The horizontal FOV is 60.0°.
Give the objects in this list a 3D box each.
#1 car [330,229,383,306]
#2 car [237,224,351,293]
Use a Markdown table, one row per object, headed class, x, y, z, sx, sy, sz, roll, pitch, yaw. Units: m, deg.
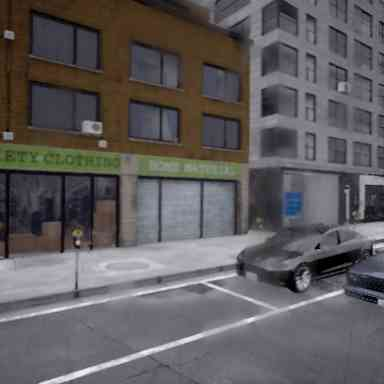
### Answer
| class | x | y | z | sx | sy | sz | roll | pitch | yaw |
| --- | --- | --- | --- | --- | --- | --- | --- | --- | --- |
| car | 5.553 | 1.546 | 7.277 | 5.357 | 1.411 | 2.033 | 0 | 0 | -35 |
| car | 3.151 | 1.564 | 8.886 | 4.313 | 1.339 | 1.947 | 0 | 1 | -35 |
